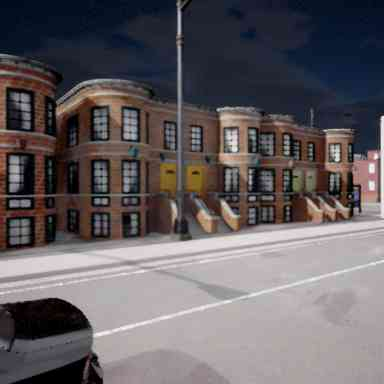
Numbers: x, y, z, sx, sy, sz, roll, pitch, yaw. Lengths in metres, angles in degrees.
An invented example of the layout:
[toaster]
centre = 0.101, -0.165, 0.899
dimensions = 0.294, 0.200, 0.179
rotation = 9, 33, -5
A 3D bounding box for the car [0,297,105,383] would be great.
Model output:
[car]
centre = -3.039, 1.483, 1.810
dimensions = 5.008, 1.535, 1.882
rotation = 0, 0, -35
